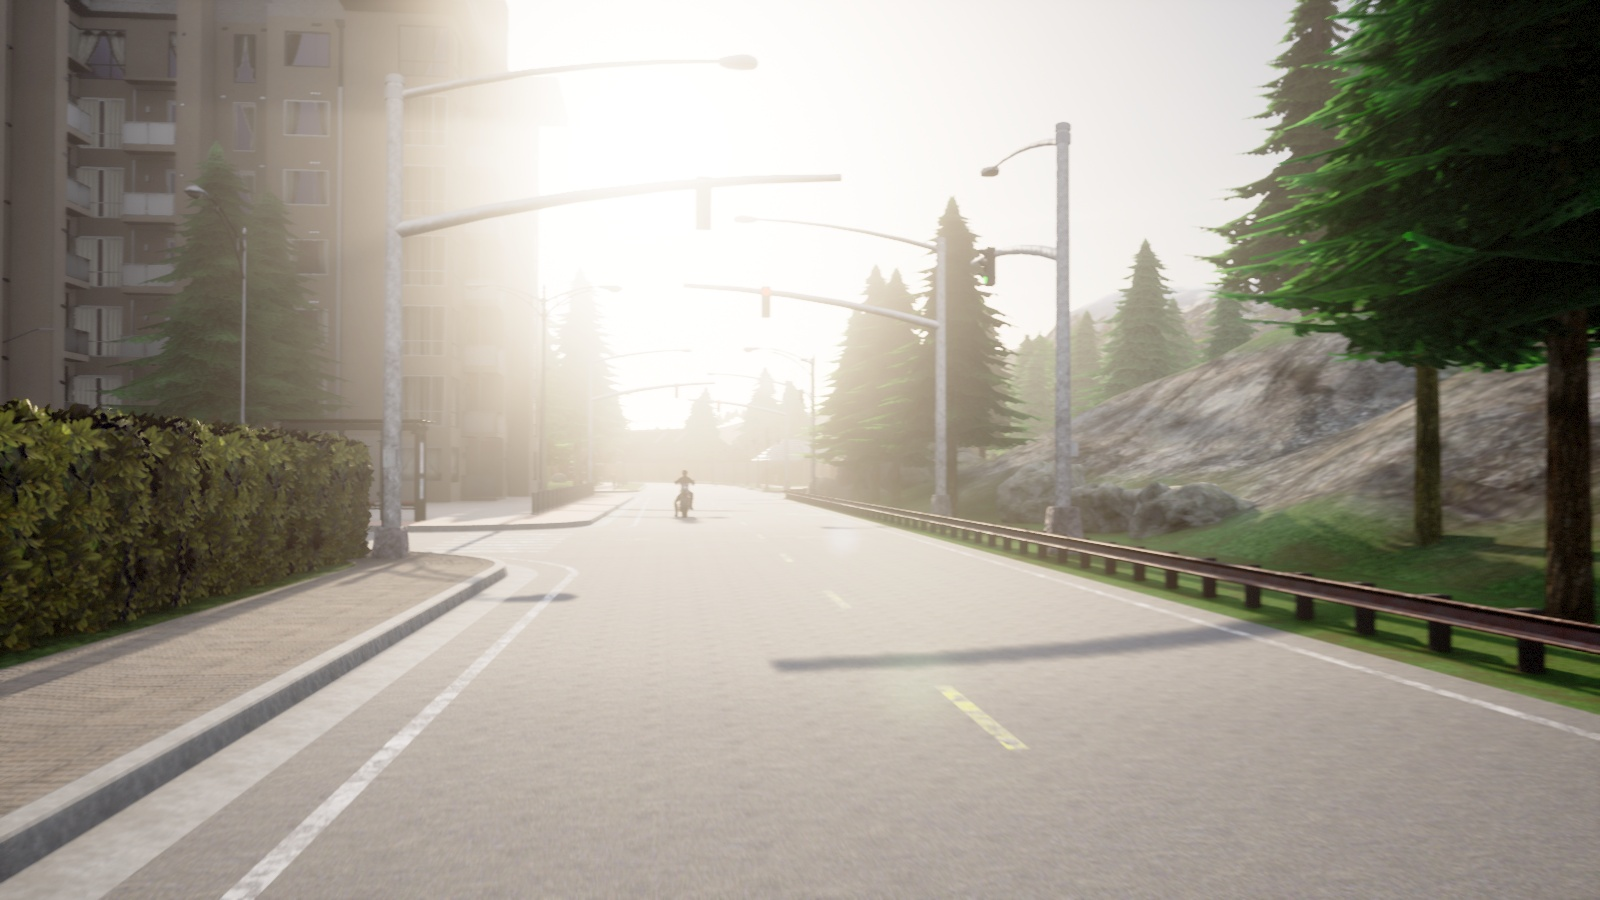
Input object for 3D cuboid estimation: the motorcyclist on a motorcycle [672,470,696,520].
[{"bbox_3d":[-3.936,1.498,42.461,0.766,1.649,2.350,0,-1,-6],"label":"motorcyclist on a motorcycle"}]
